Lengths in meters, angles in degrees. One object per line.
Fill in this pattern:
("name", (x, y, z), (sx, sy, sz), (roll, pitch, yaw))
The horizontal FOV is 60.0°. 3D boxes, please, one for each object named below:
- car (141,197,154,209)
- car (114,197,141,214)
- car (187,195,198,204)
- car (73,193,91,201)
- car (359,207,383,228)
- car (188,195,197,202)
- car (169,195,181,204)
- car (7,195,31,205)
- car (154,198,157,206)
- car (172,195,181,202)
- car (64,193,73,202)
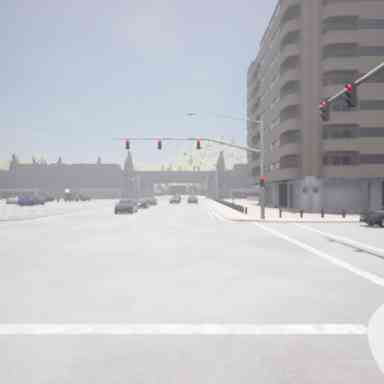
("car", (-6.993, 1.504, 45.871), (2.128, 1.511, 4.902), (0, 0, 0))
("car", (-7.018, 1.514, 35.654), (1.837, 1.490, 4.892), (0, 0, 0))
("car", (0.130, 1.581, 64.326), (1.994, 1.385, 4.181), (0, 0, 0))
("car", (-24.397, 1.173, 74.731), (1.932, 1.855, 4.605), (0, 0, 0))
("car", (13.174, 1.455, 20.963), (4.892, 1.490, 1.837), (0, 0, 0))
("car", (0.149, 1.417, 73.303), (2.033, 1.411, 5.357), (0, 0, 0))
("car", (-3.370, 1.618, 64.364), (1.895, 1.301, 4.718), (0, 0, 0))
("car", (-30.094, 1.411, 57.349), (1.970, 1.475, 3.806), (0, 0, 0))
("car", (-6.961, 1.579, 55.798), (1.994, 1.385, 4.181), (0, 0, 1))
("car", (-3.351, 1.377, 73.310), (1.837, 1.490, 4.892), (0, 0, 0))
("car", (-27.291, 1.176, 74.801), (1.905, 1.878, 3.866), (0, 0, 0))
